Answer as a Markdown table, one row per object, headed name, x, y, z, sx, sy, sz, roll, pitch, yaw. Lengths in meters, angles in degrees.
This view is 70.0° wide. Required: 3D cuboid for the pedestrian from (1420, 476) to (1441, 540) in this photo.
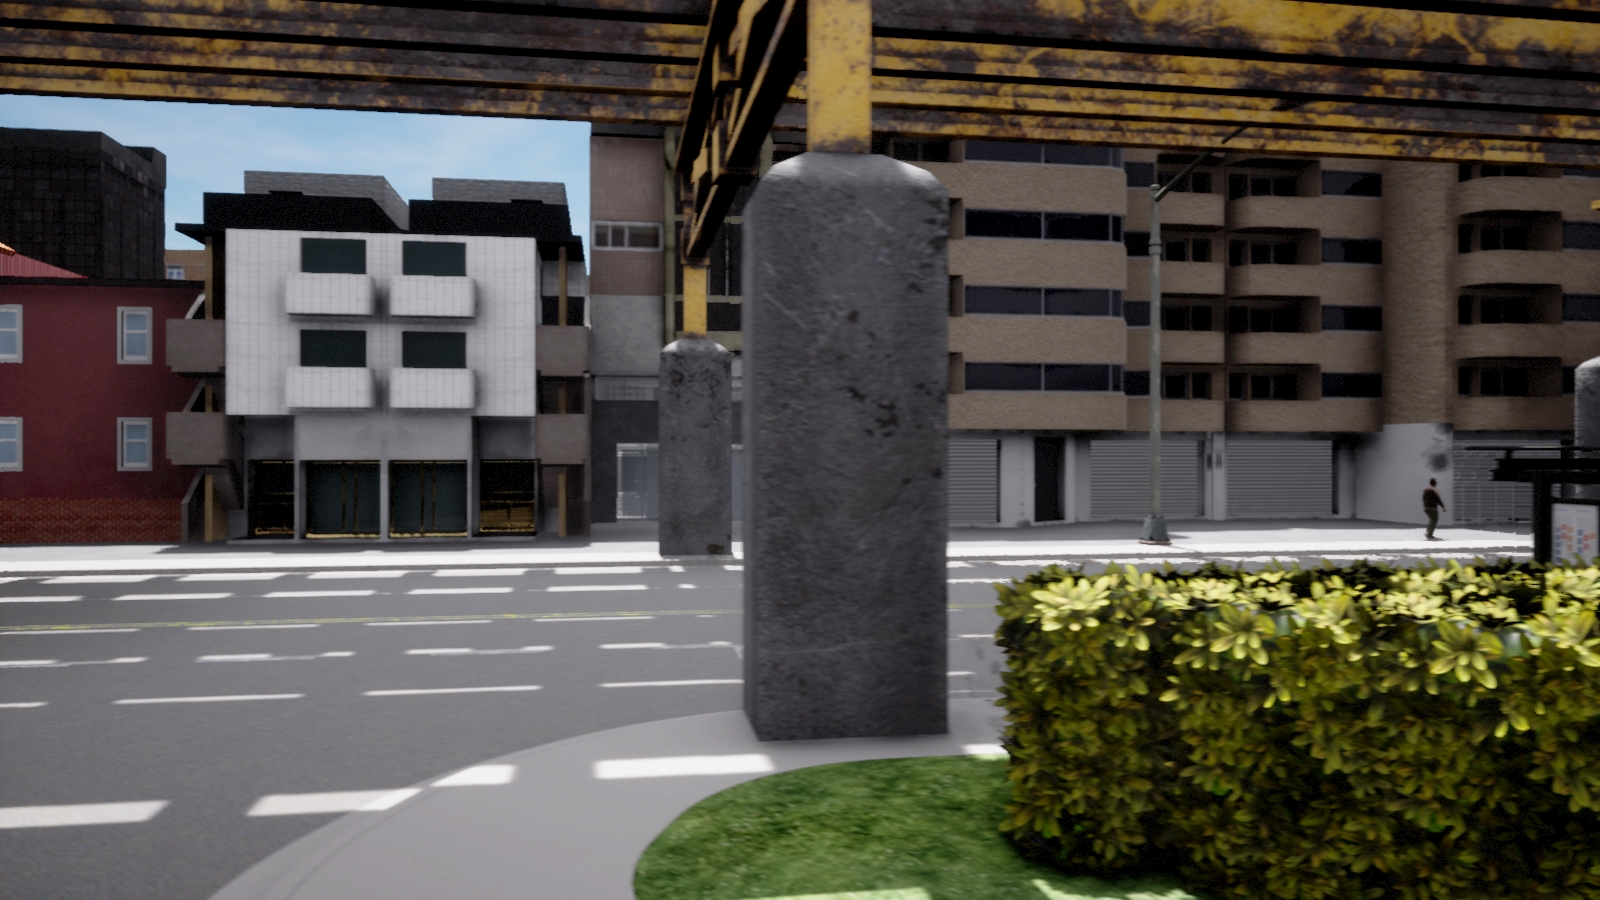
| name | x | y | z | sx | sy | sz | roll | pitch | yaw |
| --- | --- | --- | --- | --- | --- | --- | --- | --- | --- |
| pedestrian | 18.537 | 1.701 | 33.599 | 0.375 | 1.860 | 0.375 | 0 | 0 | -17 |
